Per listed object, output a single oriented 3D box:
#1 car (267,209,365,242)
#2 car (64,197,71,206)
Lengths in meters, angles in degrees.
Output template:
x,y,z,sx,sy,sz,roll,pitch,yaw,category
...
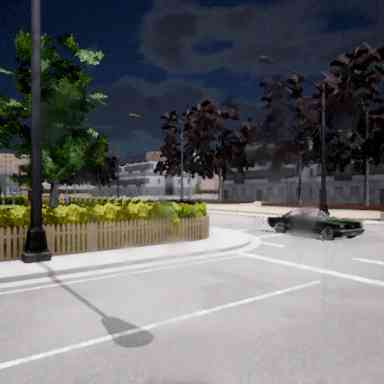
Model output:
x,y,z,sx,sy,sz,roll,pitch,yaw,category
6.113,1.587,16.875,1.895,1.301,4.718,0,1,-32,car
-19.534,1.504,52.766,2.128,1.511,4.902,0,0,-36,car
